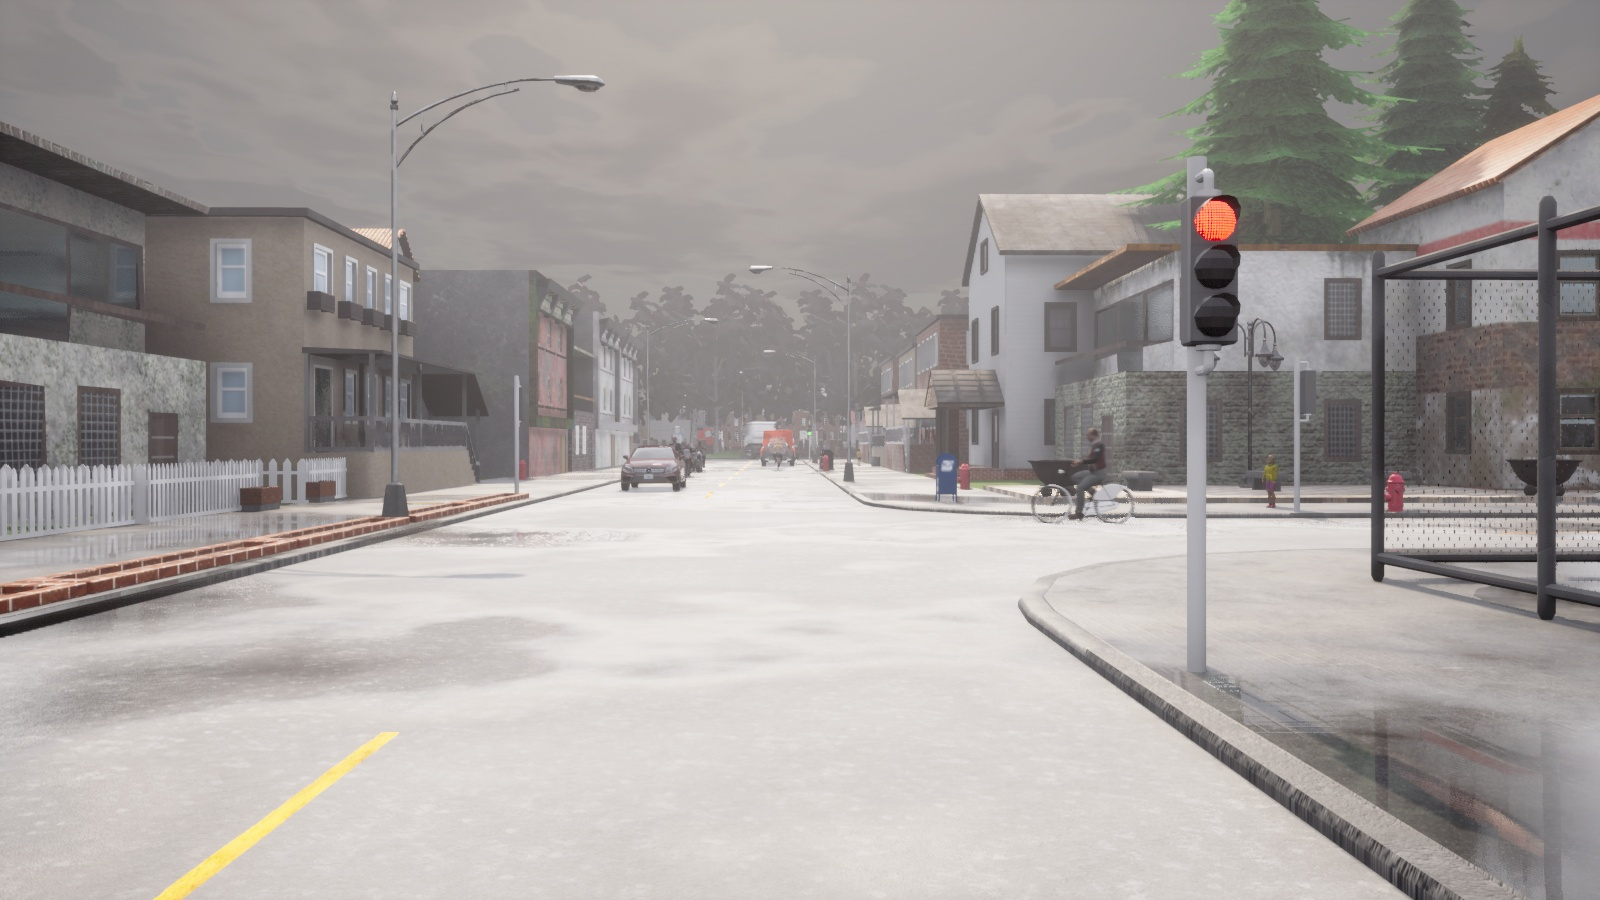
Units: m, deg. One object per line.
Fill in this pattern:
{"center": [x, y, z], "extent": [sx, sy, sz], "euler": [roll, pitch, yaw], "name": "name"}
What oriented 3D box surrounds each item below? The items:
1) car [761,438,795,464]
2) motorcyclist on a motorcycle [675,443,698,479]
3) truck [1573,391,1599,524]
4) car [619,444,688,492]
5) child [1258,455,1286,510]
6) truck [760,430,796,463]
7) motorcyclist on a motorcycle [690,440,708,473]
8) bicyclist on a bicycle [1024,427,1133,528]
{"center": [-1.452, 0.057, 82.765], "extent": [2.152, 1.651, 5.027], "euler": [0, 0, -1], "name": "car"}
{"center": [-4.953, 0.467, 55.035], "extent": [0.866, 1.530, 2.191], "euler": [0, 0, -1], "name": "motorcyclist on a motorcycle"}
{"center": [17.507, 0.145, 22.900], "extent": [5.204, 2.467, 2.627], "euler": [0, 0, -1], "name": "truck"}
{"center": [-4.706, 0.538, 40.827], "extent": [1.812, 1.442, 4.674], "euler": [0, 0, -2], "name": "car"}
{"center": [10.032, 0.690, 26.706], "extent": [0.473, 1.160, 0.299], "euler": [0, 0, -21], "name": "child"}
{"center": [-1.662, -0.274, 94.438], "extent": [2.627, 2.467, 5.204], "euler": [0, 0, -1], "name": "truck"}
{"center": [-5.112, 0.332, 63.887], "extent": [0.766, 1.649, 2.350], "euler": [0, 1, -1], "name": "motorcyclist on a motorcycle"}
{"center": [5.026, 0.493, 22.761], "extent": [1.843, 1.776, 0.659], "euler": [0, -1, 3], "name": "bicyclist on a bicycle"}
